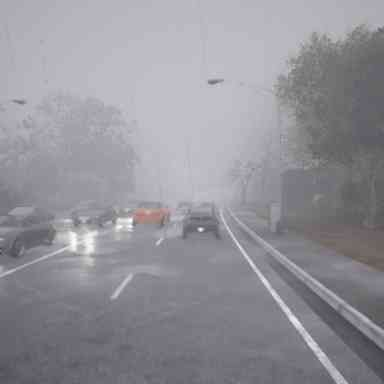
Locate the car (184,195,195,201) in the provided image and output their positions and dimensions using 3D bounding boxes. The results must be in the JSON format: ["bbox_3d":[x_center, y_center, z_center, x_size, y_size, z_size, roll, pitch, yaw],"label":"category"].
[{"bbox_3d":[-0.624,1.380,80.689,2.033,1.411,5.357,0,0,8],"label":"car"}]

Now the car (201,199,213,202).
[{"bbox_3d":[1.788,1.575,39.417,1.812,1.442,4.674,0,0,5],"label":"car"}]

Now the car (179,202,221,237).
[{"bbox_3d":[0.507,1.527,18.196,1.837,1.490,4.892,0,0,2],"label":"car"}]

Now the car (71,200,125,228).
[{"bbox_3d":[-6.454,1.515,22.693,2.128,1.511,4.902,0,0,3],"label":"car"}]

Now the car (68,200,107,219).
[{"bbox_3d":[-9.491,1.536,30.721,1.837,1.490,4.892,0,0,3],"label":"car"}]

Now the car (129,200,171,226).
[{"bbox_3d":[-2.750,1.379,23.566,2.097,1.767,4.553,0,0,3],"label":"car"}]

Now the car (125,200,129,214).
[{"bbox_3d":[-5.840,1.528,32.946,2.128,1.511,4.902,0,0,4],"label":"car"}]

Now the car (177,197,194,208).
[{"bbox_3d":[-0.925,1.659,48.099,1.895,1.301,4.718,0,0,5],"label":"car"}]

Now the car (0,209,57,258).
[{"bbox_3d":[-6.866,1.575,12.716,1.994,1.385,4.181,0,0,2],"label":"car"}]

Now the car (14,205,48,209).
[{"bbox_3d":[-10.067,1.544,20.428,1.812,1.442,4.674,0,0,3],"label":"car"}]
